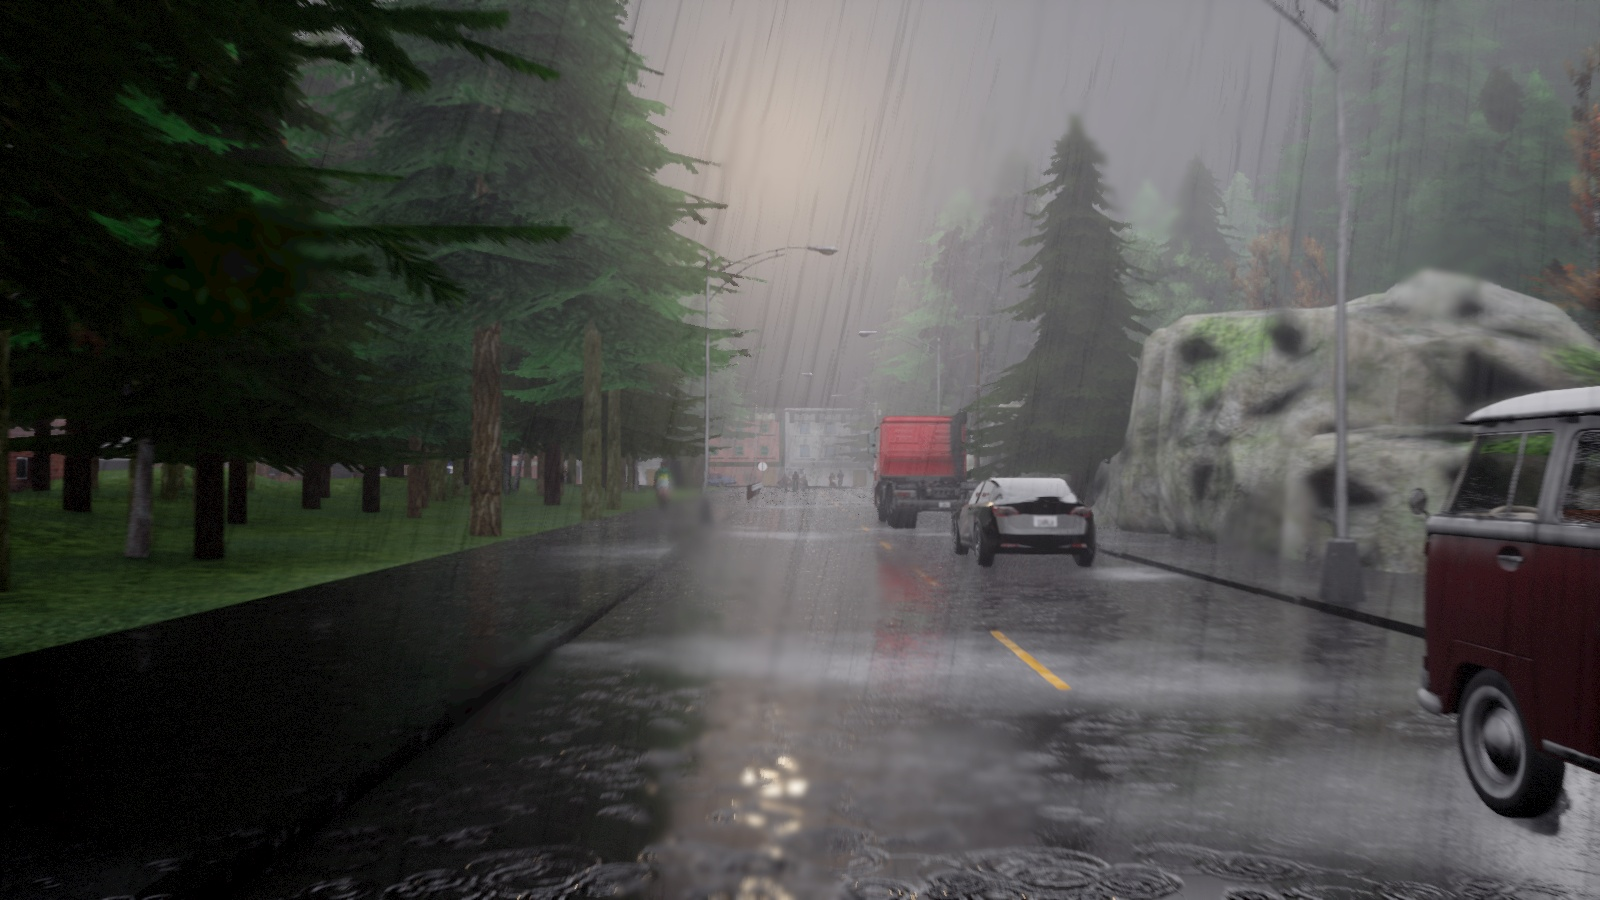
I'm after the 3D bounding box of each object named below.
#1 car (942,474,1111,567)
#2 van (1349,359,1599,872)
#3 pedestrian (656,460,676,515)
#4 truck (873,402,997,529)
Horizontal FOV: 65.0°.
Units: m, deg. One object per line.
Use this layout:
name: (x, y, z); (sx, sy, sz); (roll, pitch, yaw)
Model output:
car: (3.944, 1.197, 22.762); (2.163, 1.488, 4.792); (0, -1, 0)
van: (3.987, 0.638, 4.839); (1.775, 1.987, 4.442); (0, -1, 0)
pedestrian: (-4.764, 1.324, 44.708); (0.659, 1.952, 0.873); (0, -1, -1)
truck: (3.902, 0.484, 38.166); (2.891, 3.462, 7.936); (0, -1, 0)
